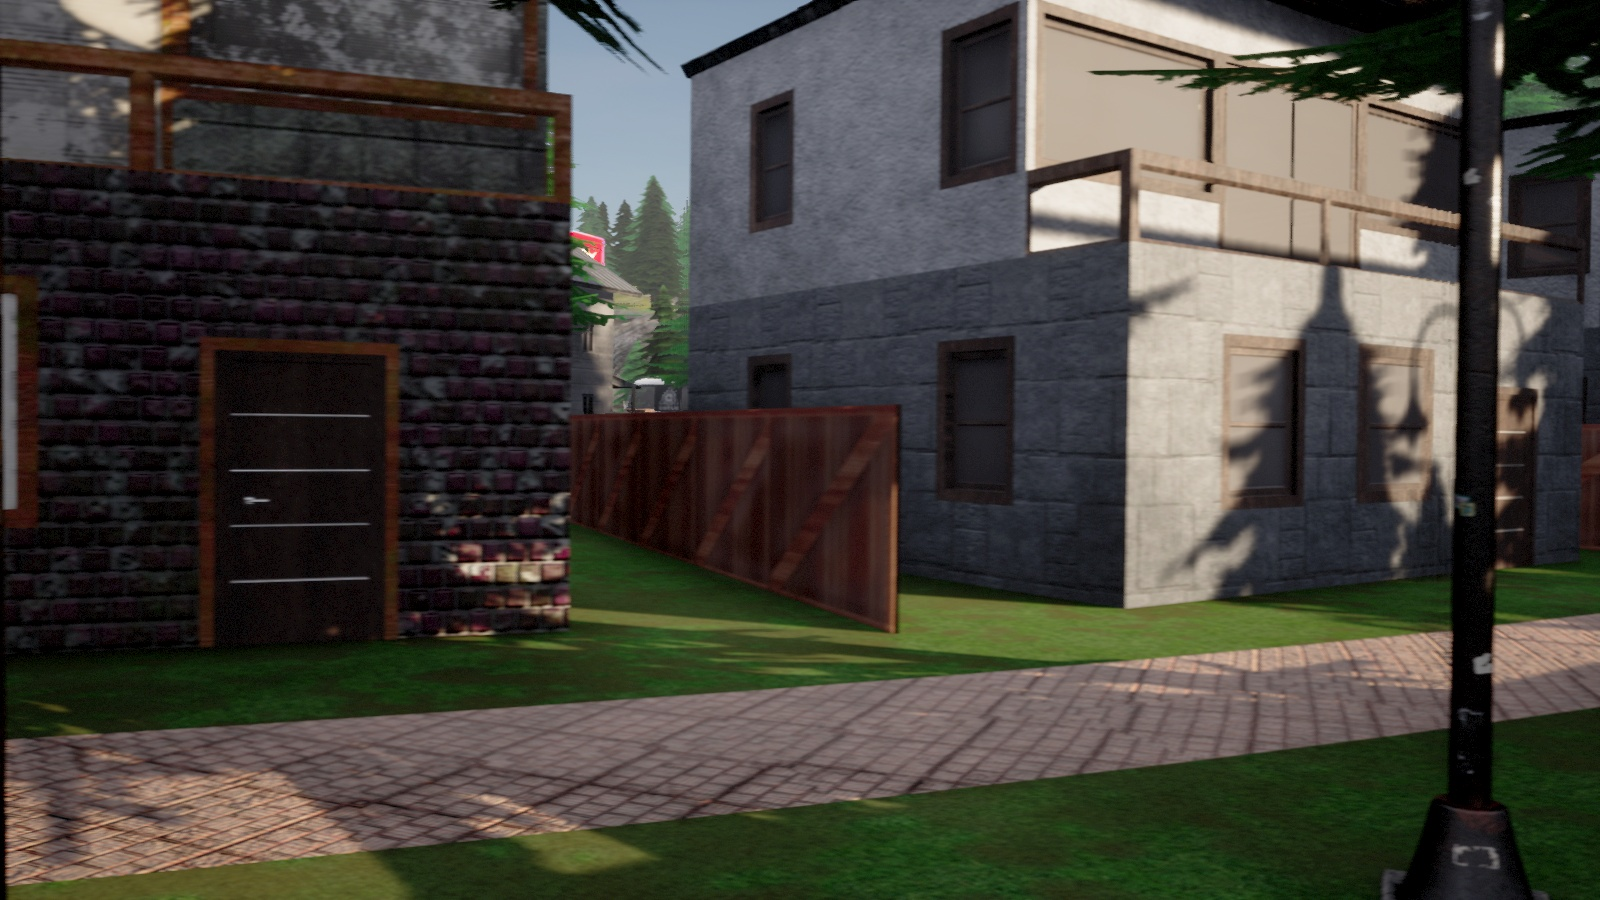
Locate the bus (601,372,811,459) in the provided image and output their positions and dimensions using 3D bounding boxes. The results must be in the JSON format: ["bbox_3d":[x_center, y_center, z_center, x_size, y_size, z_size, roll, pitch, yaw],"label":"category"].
[{"bbox_3d":[-4.922,-1.692,65.317,10.273,4.253,3.944,0,1,26],"label":"bus"}]
